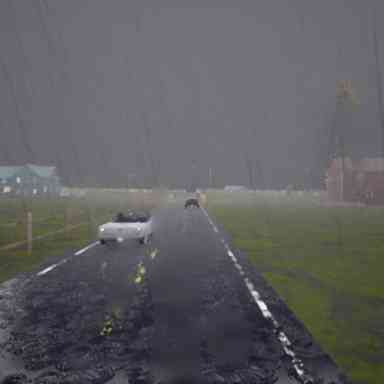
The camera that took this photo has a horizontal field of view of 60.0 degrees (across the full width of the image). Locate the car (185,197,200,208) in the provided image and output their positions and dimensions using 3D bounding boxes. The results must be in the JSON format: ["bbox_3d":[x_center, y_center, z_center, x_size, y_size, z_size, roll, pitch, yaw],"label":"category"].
[{"bbox_3d":[0.016,1.391,44.850,1.837,1.490,4.892,0,0,0],"label":"car"}]

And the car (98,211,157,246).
[{"bbox_3d":[-2.800,1.558,15.258,1.895,1.301,4.718,0,0,0],"label":"car"}]
